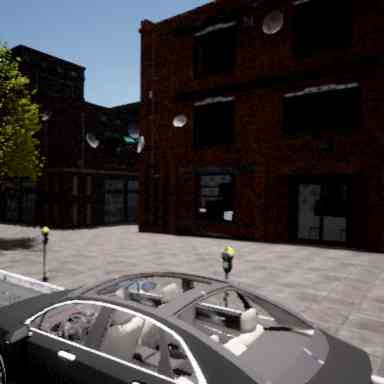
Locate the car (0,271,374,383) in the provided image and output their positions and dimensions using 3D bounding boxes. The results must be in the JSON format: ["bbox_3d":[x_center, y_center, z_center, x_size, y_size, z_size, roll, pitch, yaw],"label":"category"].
[{"bbox_3d":[-0.574,1.546,3.427,4.403,1.369,2.008,0,1,35],"label":"car"}]
